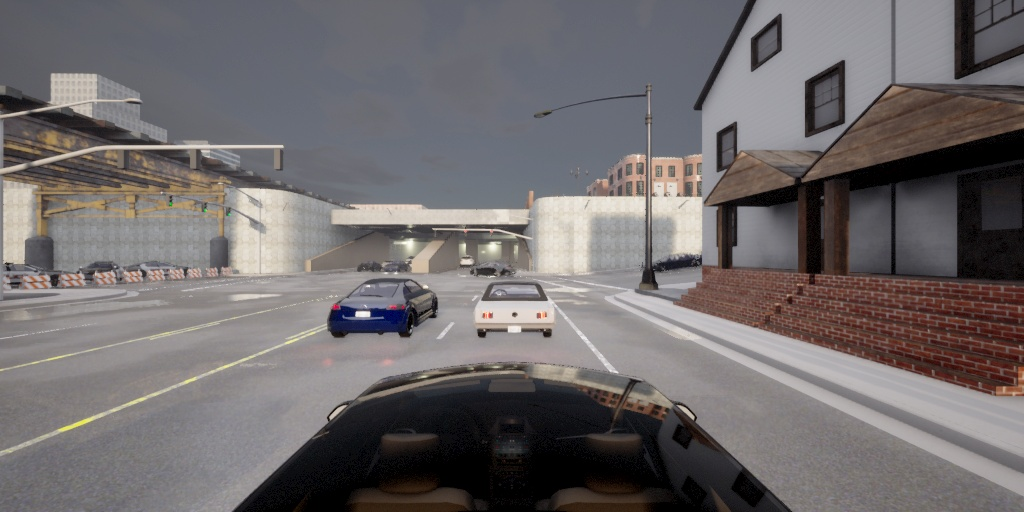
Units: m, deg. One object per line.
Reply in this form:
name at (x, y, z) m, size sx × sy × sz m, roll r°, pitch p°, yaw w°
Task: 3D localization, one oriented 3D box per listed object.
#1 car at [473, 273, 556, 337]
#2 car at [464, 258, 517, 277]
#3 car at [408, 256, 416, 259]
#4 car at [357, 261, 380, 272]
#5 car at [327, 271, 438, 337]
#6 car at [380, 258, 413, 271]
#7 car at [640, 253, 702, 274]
car at (0.070, 1.351, 10.239) m, size 1.895 × 1.301 × 4.718 m, roll 0°, pitch 0°, yaw 0°
car at (-1.731, 1.242, 33.159) m, size 4.902 × 1.511 × 2.128 m, roll 0°, pitch 1°, yaw 40°
car at (-15.092, 1.241, 55.958) m, size 2.128 × 1.511 × 4.902 m, roll 0°, pitch 0°, yaw -1°
car at (-18.345, 1.314, 46.267) m, size 1.994 × 1.385 × 4.181 m, roll 0°, pitch 0°, yaw -1°
car at (-3.432, 1.314, 10.284) m, size 1.994 × 1.385 × 4.181 m, roll 0°, pitch 0°, yaw 0°
car at (-14.848, 1.297, 46.355) m, size 2.033 × 1.411 × 5.357 m, roll 0°, pitch 0°, yaw -1°
car at (13.648, 0.540, 30.226) m, size 5.357 × 1.411 × 2.033 m, roll -8°, pitch 0°, yaw 0°
